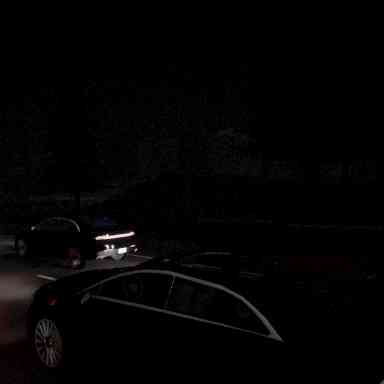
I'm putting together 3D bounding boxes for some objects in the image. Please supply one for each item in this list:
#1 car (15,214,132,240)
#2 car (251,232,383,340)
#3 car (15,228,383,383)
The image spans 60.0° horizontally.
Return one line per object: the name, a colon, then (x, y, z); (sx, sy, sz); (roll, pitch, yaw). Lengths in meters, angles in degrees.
car: (-3.989, 1.477, 11.036); (4.902, 1.511, 2.128); (0, 0, 35)
car: (3.597, 1.601, 5.725); (4.718, 1.301, 1.895); (0, 0, 36)
car: (-0.078, 1.490, 4.040); (4.902, 1.511, 2.128); (0, 0, 35)
